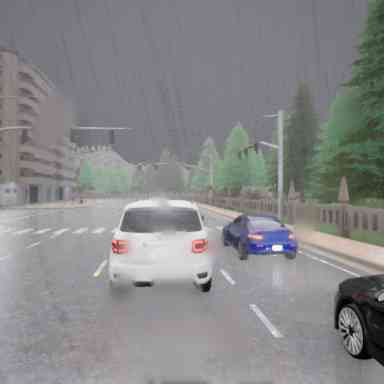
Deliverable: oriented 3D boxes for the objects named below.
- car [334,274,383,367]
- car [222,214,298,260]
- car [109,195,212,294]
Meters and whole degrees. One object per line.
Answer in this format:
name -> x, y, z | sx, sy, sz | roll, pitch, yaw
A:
car -> 3.123, 1.491, 3.100 | 2.128, 1.511, 4.902 | 0, 0, -3
car -> 2.348, 1.523, 12.328 | 1.812, 1.442, 4.674 | 0, 0, -6
car -> -0.798, 1.220, 8.969 | 2.150, 2.045, 5.566 | 0, 0, -5
